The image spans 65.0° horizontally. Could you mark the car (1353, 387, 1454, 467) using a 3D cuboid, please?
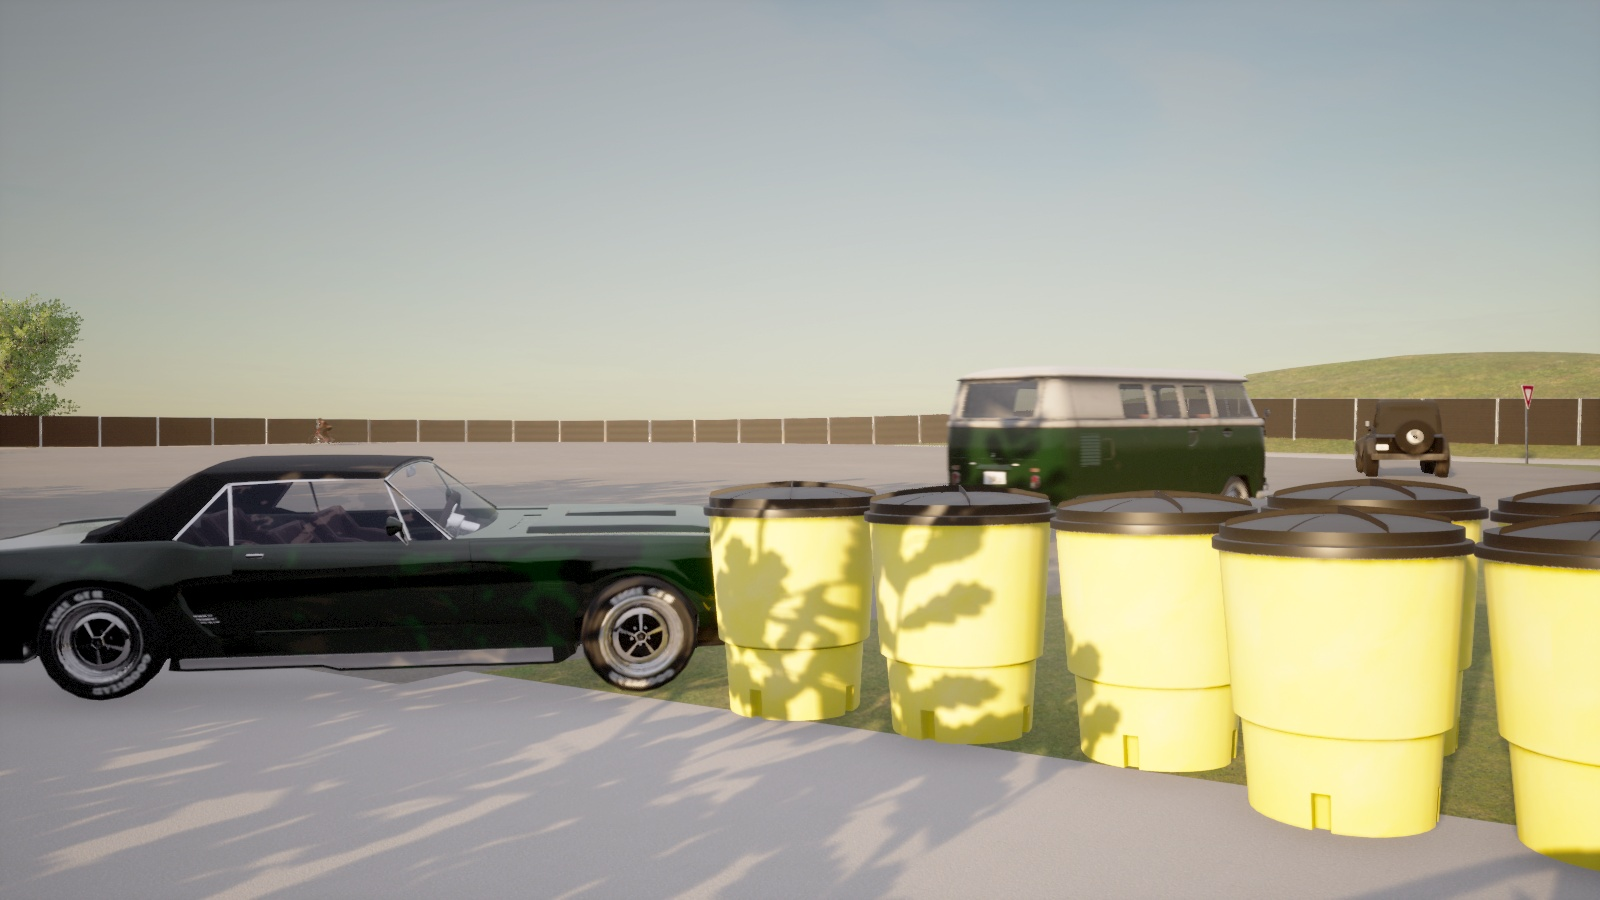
[{"bbox_3d":[15.274,-0.592,31.968,1.905,1.878,3.866,-1,1,19],"label":"car"}]

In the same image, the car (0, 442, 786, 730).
[{"bbox_3d":[-2.538,0.727,7.792,4.718,1.301,1.895,-2,4,-6],"label":"car"}]

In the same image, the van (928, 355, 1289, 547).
[{"bbox_3d":[3.790,-0.068,15.033,4.442,1.987,1.775,-2,2,-37],"label":"van"}]
